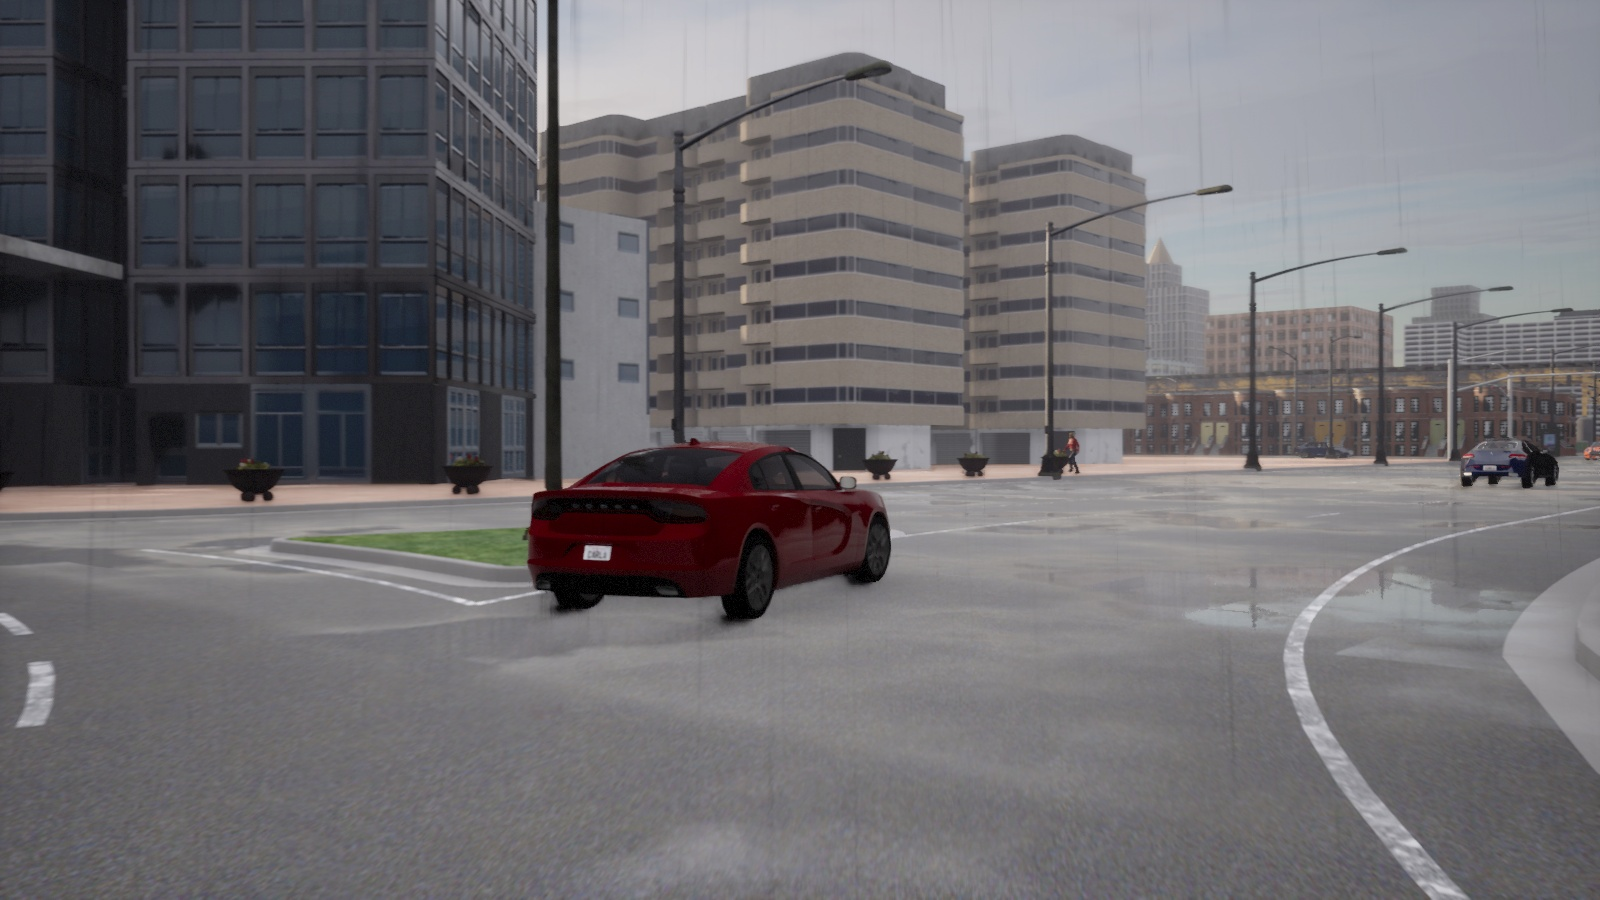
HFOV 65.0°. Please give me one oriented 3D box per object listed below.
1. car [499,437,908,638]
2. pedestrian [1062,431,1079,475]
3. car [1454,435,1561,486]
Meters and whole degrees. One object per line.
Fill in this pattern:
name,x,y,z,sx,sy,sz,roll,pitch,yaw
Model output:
car,-0.627,0.655,12.265,1.882,1.535,5.008,0,0,23
pedestrian,11.526,0.123,53.479,0.636,1.846,0.331,0,0,-22
car,24.489,0.325,43.368,2.152,1.651,5.027,0,0,42
